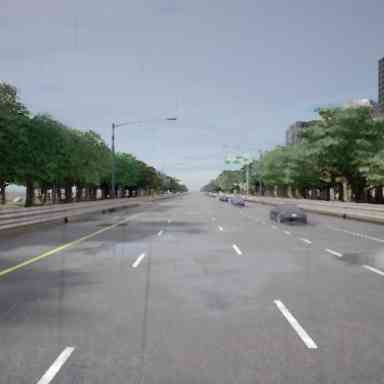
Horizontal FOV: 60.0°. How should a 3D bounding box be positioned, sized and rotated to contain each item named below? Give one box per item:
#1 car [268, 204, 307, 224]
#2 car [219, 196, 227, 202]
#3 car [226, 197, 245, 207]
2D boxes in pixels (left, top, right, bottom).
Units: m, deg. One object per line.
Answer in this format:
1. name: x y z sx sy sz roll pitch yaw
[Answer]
1. car: 7.032 1.568 24.780 1.994 1.385 4.181 0 0 0
2. car: 7.310 1.525 76.719 1.994 1.385 4.181 0 0 0
3. car: 7.144 1.544 52.578 2.033 1.411 5.357 0 0 0
